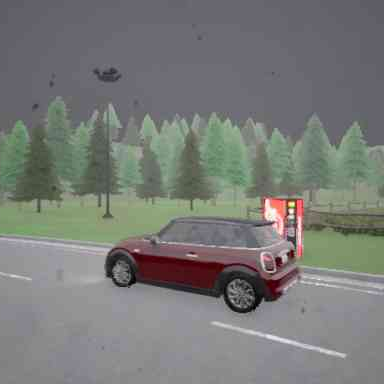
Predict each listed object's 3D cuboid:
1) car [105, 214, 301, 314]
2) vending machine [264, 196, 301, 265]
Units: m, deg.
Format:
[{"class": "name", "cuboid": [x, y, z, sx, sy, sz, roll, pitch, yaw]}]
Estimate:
[{"class": "car", "cuboid": [0.086, 1.354, 7.840, 4.553, 1.767, 2.097, 0, 0, 33]}, {"class": "vending machine", "cuboid": [2.997, 1.196, 10.949, 0.880, 2.100, 1.100, 0, 0, 33]}]
